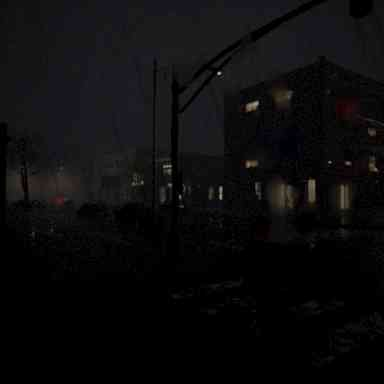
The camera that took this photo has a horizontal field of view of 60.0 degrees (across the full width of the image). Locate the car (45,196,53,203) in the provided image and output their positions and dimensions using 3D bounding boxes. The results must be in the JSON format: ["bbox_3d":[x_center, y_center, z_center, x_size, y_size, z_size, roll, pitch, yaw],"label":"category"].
[{"bbox_3d":[-34.815,1.925,80.483,2.192,1.841,5.009,0,0,-35],"label":"car"}]

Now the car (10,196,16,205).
[{"bbox_3d":[-32.127,1.964,62.085,1.947,1.339,4.313,0,0,-35],"label":"car"}]

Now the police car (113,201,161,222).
[{"bbox_3d":[-4.719,1.546,27.780,2.038,1.542,4.974,1,-1,-35],"label":"police car"}]

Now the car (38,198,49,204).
[{"bbox_3d":[-38.094,2.187,85.148,1.752,1.417,4.829,0,0,-35],"label":"car"}]

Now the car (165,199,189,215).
[{"bbox_3d":[-2.090,1.554,34.148,1.967,1.590,4.097,0,0,-35],"label":"car"}]

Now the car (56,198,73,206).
[{"bbox_3d":[-25.271,1.902,66.903,1.967,1.590,4.097,0,0,-35],"label":"car"}]

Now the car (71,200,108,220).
[{"bbox_3d":[-8.525,1.621,28.279,1.802,1.307,4.206,0,0,-35],"label":"car"}]

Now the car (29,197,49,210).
[{"bbox_3d":[-22.710,1.777,48.582,1.752,1.417,4.829,0,0,-35],"label":"car"}]

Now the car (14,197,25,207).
[{"bbox_3d":[-29.127,1.896,57.805,1.887,1.381,4.507,0,0,-35],"label":"car"}]

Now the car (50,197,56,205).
[{"bbox_3d":[-28.451,2.093,71.429,1.802,1.307,4.206,0,0,-35],"label":"car"}]

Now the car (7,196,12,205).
[{"bbox_3d":[-35.308,2.013,66.612,1.947,1.339,4.313,0,0,-35],"label":"car"}]

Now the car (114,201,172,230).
[{"bbox_3d":[-3.349,1.508,20.915,1.887,1.381,4.507,0,0,-35],"label":"car"}]
